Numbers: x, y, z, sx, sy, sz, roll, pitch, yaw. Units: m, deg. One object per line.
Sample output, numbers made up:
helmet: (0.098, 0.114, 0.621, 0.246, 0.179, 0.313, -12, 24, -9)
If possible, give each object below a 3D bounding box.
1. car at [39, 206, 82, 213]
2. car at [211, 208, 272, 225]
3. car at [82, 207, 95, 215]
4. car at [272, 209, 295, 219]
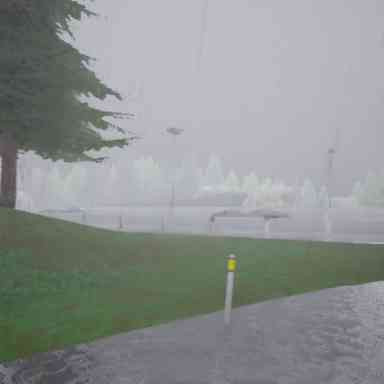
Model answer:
car: (-13.388, 2.332, 32.607, 4.181, 1.385, 1.994, -1, -2, 23)
car: (4.091, 2.246, 29.112, 4.902, 1.511, 2.128, 0, -2, 23)
car: (-15.183, 2.679, 44.732, 4.674, 1.442, 1.812, -1, -2, 23)
car: (8.220, 2.447, 34.971, 4.902, 1.511, 2.128, 0, -2, 23)
